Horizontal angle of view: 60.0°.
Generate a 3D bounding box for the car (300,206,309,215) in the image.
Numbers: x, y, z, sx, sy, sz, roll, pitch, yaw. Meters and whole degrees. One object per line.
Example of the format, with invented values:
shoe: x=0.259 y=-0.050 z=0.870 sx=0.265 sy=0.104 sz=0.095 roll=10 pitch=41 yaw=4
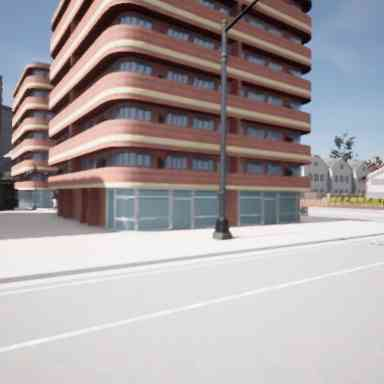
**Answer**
car: x=11.720 y=1.986 z=40.160 sx=2.128 sy=1.511 sz=4.902 roll=1 pitch=0 yaw=-35
